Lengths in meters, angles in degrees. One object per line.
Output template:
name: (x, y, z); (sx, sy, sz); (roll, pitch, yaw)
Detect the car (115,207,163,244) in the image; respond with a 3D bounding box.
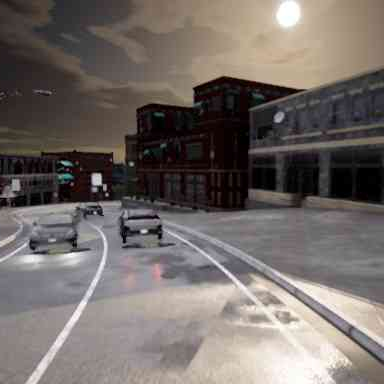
car: (-2.614, 1.488, 16.218); (2.128, 1.511, 4.902); (-1, -1, -15)

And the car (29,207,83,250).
car: (-6.166, 1.657, 15.290); (1.812, 1.442, 4.674); (-1, 0, -17)

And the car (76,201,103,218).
car: (-10.239, 1.715, 32.954); (1.837, 1.490, 4.892); (-3, 1, -30)
